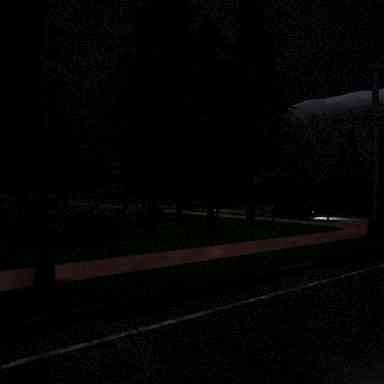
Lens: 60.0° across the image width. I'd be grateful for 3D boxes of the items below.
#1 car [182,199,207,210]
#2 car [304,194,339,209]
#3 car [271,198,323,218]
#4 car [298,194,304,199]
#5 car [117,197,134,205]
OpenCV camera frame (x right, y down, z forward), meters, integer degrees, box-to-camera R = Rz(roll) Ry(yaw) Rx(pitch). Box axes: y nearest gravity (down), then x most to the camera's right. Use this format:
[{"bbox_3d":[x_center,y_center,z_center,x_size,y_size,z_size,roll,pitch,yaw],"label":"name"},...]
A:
[{"bbox_3d":[0.413,1.550,42.513,1.994,1.385,4.181,0,0,-37],"label":"car"},{"bbox_3d":[16.764,1.160,42.243,4.605,1.855,1.932,0,0,-37],"label":"car"},{"bbox_3d":[9.329,1.550,30.563,1.994,1.385,4.181,0,0,-37],"label":"car"},{"bbox_3d":[14.947,1.162,44.024,3.866,1.878,1.905,0,0,-37],"label":"car"},{"bbox_3d":[-11.112,1.594,57.186,1.994,1.385,4.181,0,0,-43],"label":"car"}]
